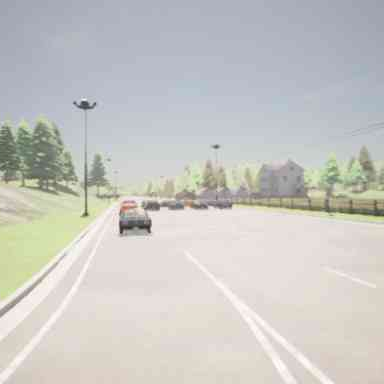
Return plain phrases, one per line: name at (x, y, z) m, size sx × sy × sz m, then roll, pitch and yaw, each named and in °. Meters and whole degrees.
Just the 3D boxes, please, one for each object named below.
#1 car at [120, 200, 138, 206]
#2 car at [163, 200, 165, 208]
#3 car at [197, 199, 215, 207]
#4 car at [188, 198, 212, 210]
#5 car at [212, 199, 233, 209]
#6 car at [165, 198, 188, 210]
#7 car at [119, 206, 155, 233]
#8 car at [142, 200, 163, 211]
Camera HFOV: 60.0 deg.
car at (-7.593, 1.712, 40.109) m, size 2.097 × 1.767 × 4.553 m, roll -1°, pitch 0°, yaw -12°
car at (-4.374, 2.010, 58.576) m, size 1.994 × 1.385 × 4.181 m, roll -1°, pitch 0°, yaw -12°
car at (2.479, 1.920, 59.999) m, size 2.033 × 1.411 × 5.357 m, roll -1°, pitch 0°, yaw -12°
car at (1.079, 1.920, 49.523) m, size 1.895 × 1.301 × 4.718 m, roll -1°, pitch 0°, yaw -12°
car at (4.595, 1.770, 49.797) m, size 2.128 × 1.511 × 4.902 m, roll -1°, pitch 0°, yaw -12°
car at (-2.343, 1.881, 48.782) m, size 1.812 × 1.442 × 4.674 m, roll -1°, pitch 0°, yaw -12°
car at (-3.625, 1.786, 20.993) m, size 1.895 × 1.301 × 4.718 m, roll -1°, pitch 0°, yaw -12°
car at (-5.686, 1.866, 47.664) m, size 1.882 × 1.535 × 5.008 m, roll -1°, pitch 0°, yaw -12°
